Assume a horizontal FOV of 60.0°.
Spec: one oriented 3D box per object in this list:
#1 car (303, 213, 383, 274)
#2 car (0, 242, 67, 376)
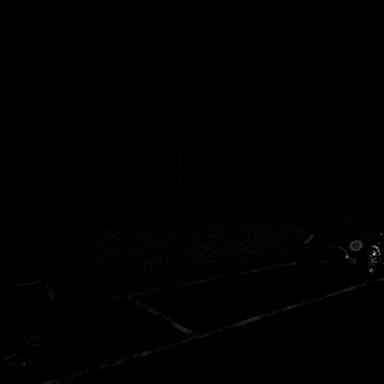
[{"bbox_3d":[5.327,1.438,10.444,4.097,1.590,1.967,0,0,-35],"label":"car"},{"bbox_3d":[-3.793,1.440,3.939,4.097,1.590,1.967,0,0,-35],"label":"car"}]
